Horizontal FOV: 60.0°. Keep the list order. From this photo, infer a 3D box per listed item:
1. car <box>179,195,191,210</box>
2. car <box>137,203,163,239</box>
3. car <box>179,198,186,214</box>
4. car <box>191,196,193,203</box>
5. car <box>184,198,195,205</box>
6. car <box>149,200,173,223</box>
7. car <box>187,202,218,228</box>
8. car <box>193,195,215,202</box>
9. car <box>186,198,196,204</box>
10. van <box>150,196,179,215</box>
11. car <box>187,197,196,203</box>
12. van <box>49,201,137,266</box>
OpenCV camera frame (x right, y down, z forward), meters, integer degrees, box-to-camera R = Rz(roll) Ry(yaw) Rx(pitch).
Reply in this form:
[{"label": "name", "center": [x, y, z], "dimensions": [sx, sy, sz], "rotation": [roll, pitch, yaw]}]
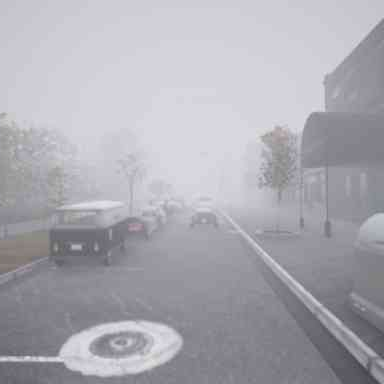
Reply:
[{"label": "car", "center": [-1.888, 1.627, 47.342], "dimensions": [2.435, 2.045, 5.566], "rotation": [0, 0, 3]}, {"label": "car", "center": [-3.123, 1.651, 18.455], "dimensions": [2.163, 1.488, 4.792], "rotation": [0, 1, 1]}, {"label": "car", "center": [-2.175, 1.852, 40.601], "dimensions": [2.002, 1.452, 4.674], "rotation": [0, -1, 3]}, {"label": "car", "center": [-1.465, 1.929, 57.215], "dimensions": [2.097, 1.535, 5.008], "rotation": [0, 0, 5]}, {"label": "car", "center": [-0.518, 2.152, 79.376], "dimensions": [2.097, 1.535, 5.008], "rotation": [0, 0, 5]}, {"label": "car", "center": [-2.887, 1.663, 23.961], "dimensions": [2.231, 1.521, 4.892], "rotation": [0, 1, 1]}, {"label": "car", "center": [0.872, 1.706, 23.884], "dimensions": [1.812, 1.442, 4.674], "rotation": [0, 0, 2]}, {"label": "car", "center": [1.599, 1.527, 40.993], "dimensions": [2.150, 2.045, 5.566], "rotation": [0, -1, 2]}, {"label": "car", "center": [-0.281, 2.203, 84.927], "dimensions": [2.231, 1.521, 4.892], "rotation": [0, -1, 5]}, {"label": "van", "center": [-2.639, 1.503, 29.642], "dimensions": [1.878, 1.987, 4.442], "rotation": [0, -1, 5]}, {"label": "car", "center": [-0.045, 2.232, 90.463], "dimensions": [2.097, 1.535, 5.008], "rotation": [0, 0, 5]}, {"label": "van", "center": [-3.399, 1.345, 11.951], "dimensions": [1.878, 1.987, 4.442], "rotation": [0, 1, 0]}]
